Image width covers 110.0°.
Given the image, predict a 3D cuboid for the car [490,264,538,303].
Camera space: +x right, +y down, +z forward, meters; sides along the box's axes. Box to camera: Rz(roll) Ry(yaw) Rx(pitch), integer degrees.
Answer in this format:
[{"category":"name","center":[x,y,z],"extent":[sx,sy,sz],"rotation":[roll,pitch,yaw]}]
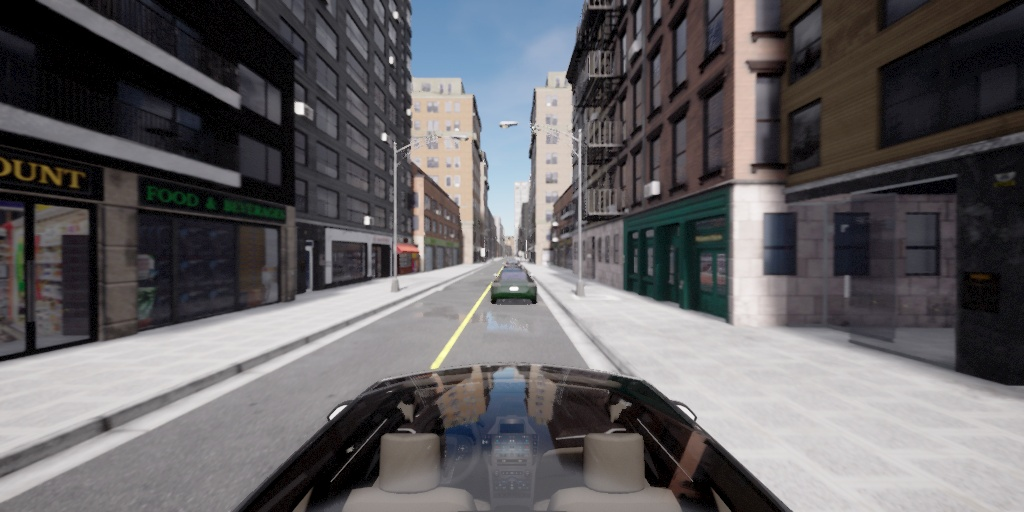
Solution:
[{"category":"car","center":[0.083,1.248,16.173],"extent":[1.994,1.385,4.181],"rotation":[0,0,0]}]

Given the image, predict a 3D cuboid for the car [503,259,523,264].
[{"category":"car","center":[0.078,1.072,36.855],"extent":[2.128,1.511,4.902],"rotation":[0,0,0]}]
